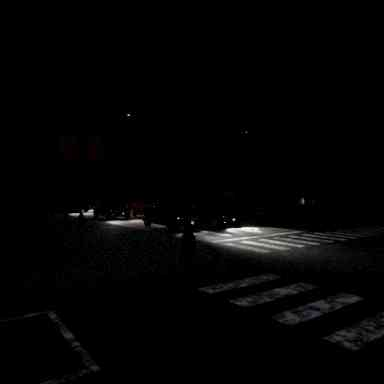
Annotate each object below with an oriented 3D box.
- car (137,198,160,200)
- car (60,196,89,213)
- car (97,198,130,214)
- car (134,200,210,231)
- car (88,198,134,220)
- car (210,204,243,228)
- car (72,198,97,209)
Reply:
[{"bbox_3d":[-3.540,1.313,29.248,2.097,1.767,4.553,0,0,-36],"label":"car"},{"bbox_3d":[-13.118,1.494,37.009,2.033,1.411,5.357,0,0,-36],"label":"car"},{"bbox_3d":[-8.669,1.473,36.404,1.812,1.442,4.674,0,0,-36],"label":"car"},{"bbox_3d":[-1.407,1.469,20.706,2.128,1.511,4.902,0,0,-36],"label":"car"},{"bbox_3d":[-6.898,1.468,28.352,1.837,1.490,4.892,0,0,-36],"label":"car"},{"bbox_3d":[1.446,1.538,22.303,1.994,1.385,4.181,0,0,-36],"label":"car"},{"bbox_3d":[-14.430,1.533,44.475,1.895,1.301,4.718,0,0,-35],"label":"car"}]
